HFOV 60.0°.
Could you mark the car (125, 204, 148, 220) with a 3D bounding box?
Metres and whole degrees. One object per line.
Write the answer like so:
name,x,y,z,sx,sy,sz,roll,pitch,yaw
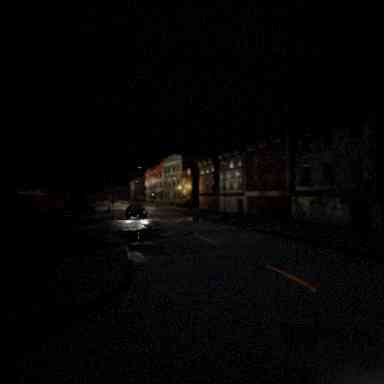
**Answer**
car,-5.644,1.936,33.316,1.812,1.442,4.674,0,-1,-14
